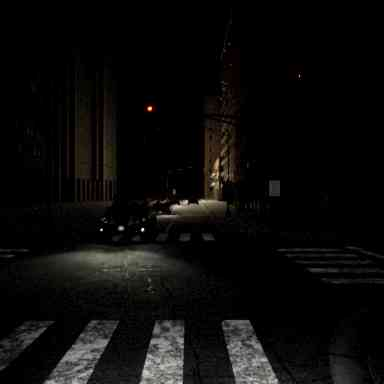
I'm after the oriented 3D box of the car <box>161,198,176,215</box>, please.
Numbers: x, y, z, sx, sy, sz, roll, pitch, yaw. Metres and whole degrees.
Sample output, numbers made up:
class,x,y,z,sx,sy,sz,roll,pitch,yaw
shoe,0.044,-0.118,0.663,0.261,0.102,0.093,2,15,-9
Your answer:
class,x,y,z,sx,sy,sz,roll,pitch,yaw
car,-3.045,1.548,34.562,2.033,1.411,5.357,0,0,0

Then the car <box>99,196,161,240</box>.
class,x,y,z,sx,sy,sz,roll,pitch,yaw
car,-3.076,1.223,17.201,2.150,2.045,5.566,0,0,0

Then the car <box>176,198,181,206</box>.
class,x,y,z,sx,sy,sz,roll,pitch,yaw
car,-2.934,1.601,56.337,1.895,1.301,4.718,0,0,1

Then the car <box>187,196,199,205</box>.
class,x,y,z,sx,sy,sz,roll,pitch,yaw
car,0.196,1.525,57.937,1.812,1.442,4.674,0,0,0

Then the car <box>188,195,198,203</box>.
class,x,y,z,sx,sy,sz,roll,pitch,yaw
car,0.208,1.476,67.846,1.882,1.535,5.008,0,0,0
